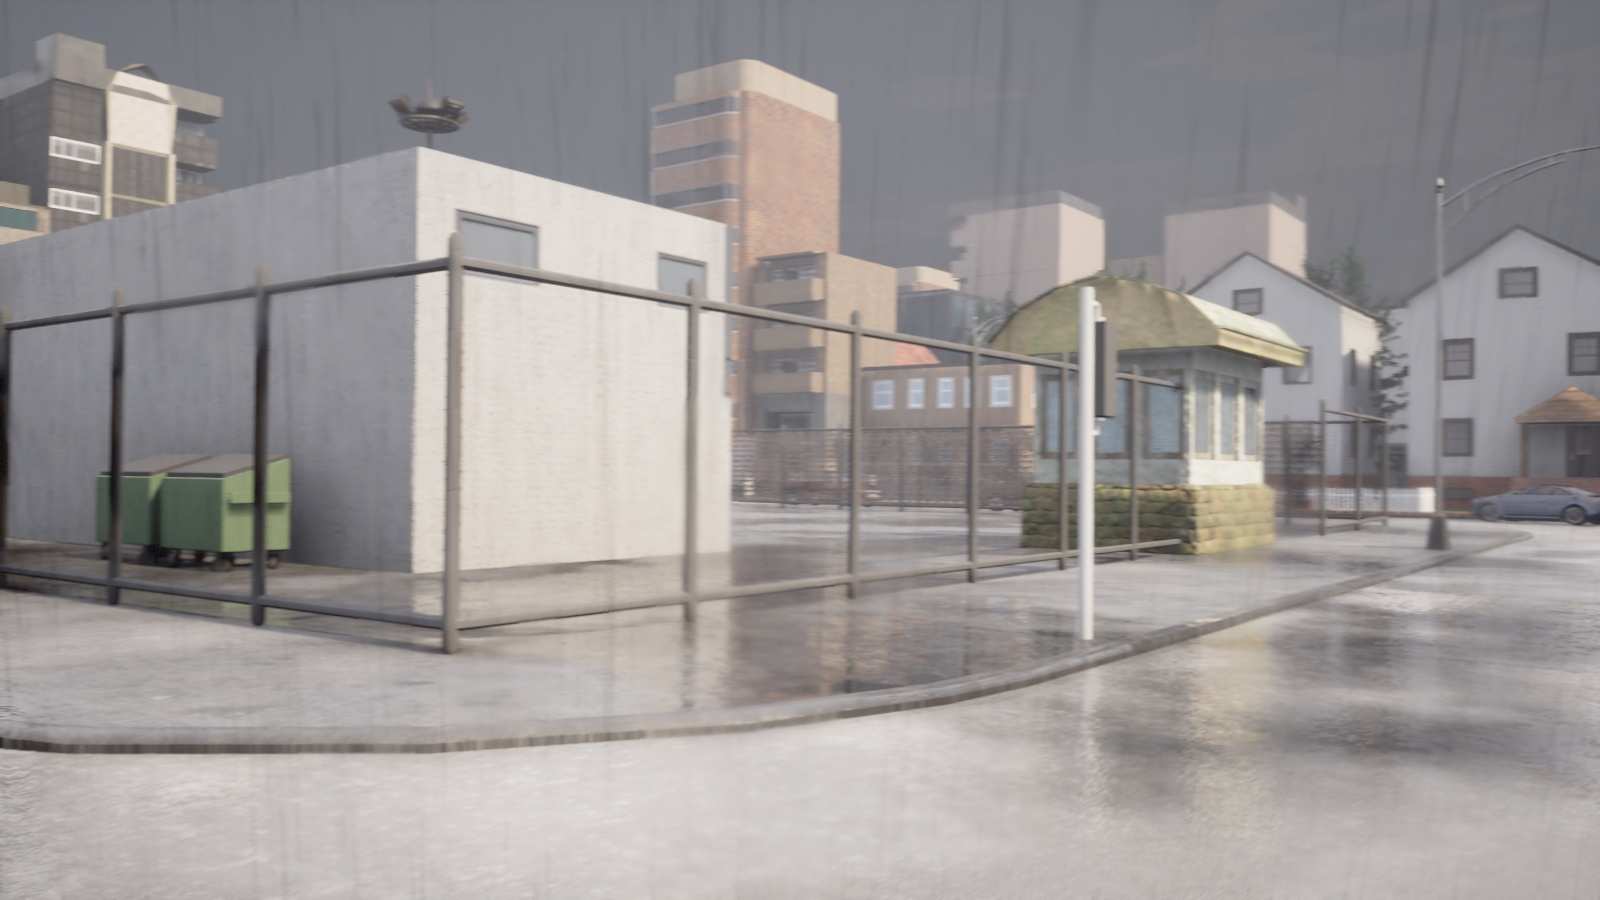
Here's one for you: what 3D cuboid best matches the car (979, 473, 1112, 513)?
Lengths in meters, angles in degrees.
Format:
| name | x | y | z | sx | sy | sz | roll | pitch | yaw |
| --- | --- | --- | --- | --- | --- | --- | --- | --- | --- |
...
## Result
| name | x | y | z | sx | sy | sz | roll | pitch | yaw |
| --- | --- | --- | --- | --- | --- | --- | --- | --- | --- |
| car | 9.693 | 1.680 | 49.785 | 4.892 | 1.490 | 1.837 | -1 | -1 | 39 |

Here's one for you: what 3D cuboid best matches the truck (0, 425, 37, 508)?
| name | x | y | z | sx | sy | sz | roll | pitch | yaw |
| --- | --- | --- | --- | --- | --- | --- | --- | --- | --- |
| truck | -36.097 | 0.665 | 51.220 | 2.891 | 3.462 | 7.936 | -1 | -1 | 36 |

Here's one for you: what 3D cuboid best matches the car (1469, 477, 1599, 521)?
| name | x | y | z | sx | sy | sz | roll | pitch | yaw |
| --- | --- | --- | --- | --- | --- | --- | --- | --- | --- |
| car | 25.361 | 1.635 | 42.647 | 1.994 | 1.385 | 4.181 | 1 | -1 | -38 |

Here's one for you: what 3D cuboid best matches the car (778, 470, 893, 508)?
| name | x | y | z | sx | sy | sz | roll | pitch | yaw |
| --- | --- | --- | --- | --- | --- | --- | --- | --- | --- |
| car | 1.566 | 1.699 | 55.844 | 4.856 | 1.649 | 2.033 | -1 | -1 | 38 |
